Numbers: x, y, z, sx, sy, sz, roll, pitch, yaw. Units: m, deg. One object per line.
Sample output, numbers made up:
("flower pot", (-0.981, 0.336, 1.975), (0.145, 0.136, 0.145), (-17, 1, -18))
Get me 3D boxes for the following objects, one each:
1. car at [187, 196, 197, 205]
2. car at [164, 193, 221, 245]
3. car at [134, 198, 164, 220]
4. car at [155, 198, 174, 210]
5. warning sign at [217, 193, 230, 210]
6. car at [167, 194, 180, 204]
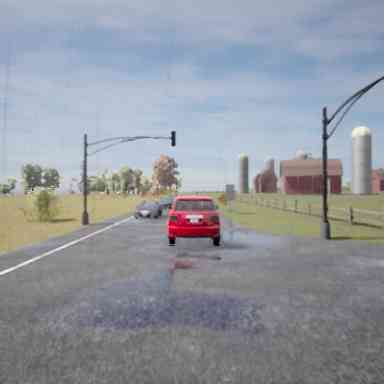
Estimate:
("car", (0.006, 1.429, 58.453), (1.837, 1.490, 4.892), (0, 0, 0))
("car", (0.093, 1.204, 15.450), (2.150, 2.045, 5.566), (0, 0, 0))
("car", (-3.583, 1.463, 28.185), (2.128, 1.511, 4.902), (0, 0, 2))
("car", (-3.580, 1.497, 44.165), (2.033, 1.411, 5.357), (0, 0, 0))
("warning sign", (3.546, 1.075, 37.504), (1.300, 1.860, 1.060), (0, 0, 0))
("car", (-3.495, 1.266, 63.018), (2.097, 1.767, 4.553), (0, 0, 0))
